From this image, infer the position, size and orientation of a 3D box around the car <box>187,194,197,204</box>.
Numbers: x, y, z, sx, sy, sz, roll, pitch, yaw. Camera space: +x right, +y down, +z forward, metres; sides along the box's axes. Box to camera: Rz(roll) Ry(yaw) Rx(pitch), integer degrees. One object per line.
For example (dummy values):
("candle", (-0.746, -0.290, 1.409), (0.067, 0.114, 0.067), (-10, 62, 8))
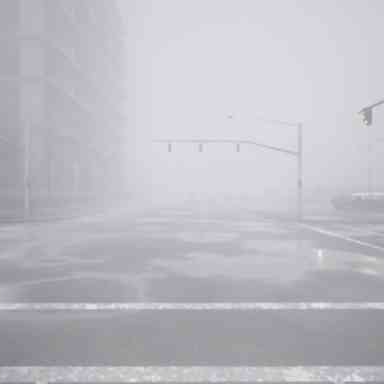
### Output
("car", (-0.026, 1.564, 63.719), (2.033, 1.411, 5.357), (0, 0, 0))

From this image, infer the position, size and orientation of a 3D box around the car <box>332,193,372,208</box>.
("car", (25.204, 1.222, 52.536), (4.605, 1.855, 1.932), (0, 0, 1))

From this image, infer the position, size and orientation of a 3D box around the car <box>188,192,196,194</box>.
("car", (0.022, 1.107, 74.171), (2.150, 2.045, 5.566), (0, 0, 0))

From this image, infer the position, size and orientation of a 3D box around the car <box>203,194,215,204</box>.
("car", (3.475, 1.542, 64.120), (1.812, 1.442, 4.674), (0, 0, 0))

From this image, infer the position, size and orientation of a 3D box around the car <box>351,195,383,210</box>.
("car", (25.189, 1.463, 46.958), (3.806, 1.475, 1.970), (0, 0, 1))

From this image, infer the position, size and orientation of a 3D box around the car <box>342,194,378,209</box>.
("car", (25.223, 1.432, 49.852), (3.905, 1.438, 1.784), (0, 0, 1))

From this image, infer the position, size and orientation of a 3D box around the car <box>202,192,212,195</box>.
("car", (3.522, 1.107, 74.155), (2.150, 2.045, 5.566), (0, 0, 0))
